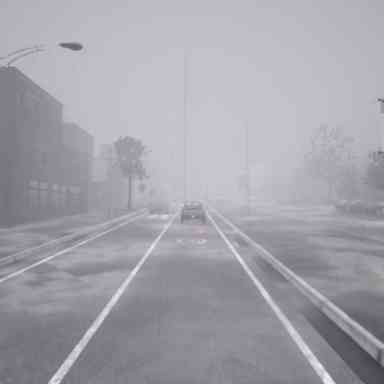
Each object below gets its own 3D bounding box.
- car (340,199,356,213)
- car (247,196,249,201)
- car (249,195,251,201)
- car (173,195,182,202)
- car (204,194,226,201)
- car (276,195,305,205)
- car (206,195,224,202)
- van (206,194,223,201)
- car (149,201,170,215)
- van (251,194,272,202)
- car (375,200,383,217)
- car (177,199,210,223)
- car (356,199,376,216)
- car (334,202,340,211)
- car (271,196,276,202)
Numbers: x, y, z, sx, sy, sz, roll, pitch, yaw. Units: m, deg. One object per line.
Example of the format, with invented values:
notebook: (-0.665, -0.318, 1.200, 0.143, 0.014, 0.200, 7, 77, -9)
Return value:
car: (18.683, 1.515, 34.650, 4.892, 1.521, 2.231, 0, 0, 0)
car: (18.647, 1.840, 91.680, 5.366, 1.575, 1.946, 0, -1, 0)
car: (18.669, 1.784, 89.020, 5.366, 1.575, 1.946, 0, -1, 0)
car: (-3.298, 1.494, 76.737, 1.837, 1.490, 4.892, 0, 0, 0)
car: (6.049, 1.739, 86.767, 5.366, 1.575, 1.946, 0, -1, 0)
car: (18.726, 1.429, 62.262, 4.553, 1.767, 2.185, 0, 0, 0)
car: (6.241, 1.671, 89.688, 4.553, 1.767, 2.185, 0, -1, 0)
van: (6.300, 1.640, 92.728, 4.442, 1.987, 1.878, 0, -1, 0)
car: (-3.361, 1.627, 34.954, 1.994, 1.385, 4.181, 0, 0, 0)
van: (18.391, 1.509, 86.228, 4.442, 1.987, 1.878, 0, -1, 0)
car: (18.684, 1.545, 28.228, 4.674, 1.452, 2.002, 0, 0, 0)
car: (0.087, 1.539, 25.976, 2.128, 1.511, 4.902, 0, 0, 0)
car: (18.693, 1.509, 31.376, 5.008, 1.535, 2.097, 0, 0, 0)
car: (18.686, 1.559, 37.926, 4.674, 1.452, 2.002, 0, 0, 0)
car: (18.654, 1.601, 65.432, 4.674, 1.452, 2.002, 0, 0, 0)
